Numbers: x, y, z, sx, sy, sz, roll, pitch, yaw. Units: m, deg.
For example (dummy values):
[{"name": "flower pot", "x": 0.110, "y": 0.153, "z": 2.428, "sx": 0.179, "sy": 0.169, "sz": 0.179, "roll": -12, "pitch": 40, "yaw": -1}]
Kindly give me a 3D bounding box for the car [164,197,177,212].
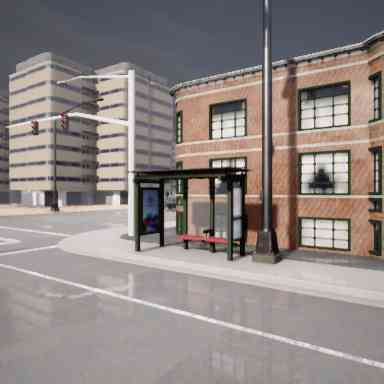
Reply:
[{"name": "car", "x": -2.710, "y": 1.421, "z": 38.466, "sx": 1.837, "sy": 1.490, "sz": 4.892, "roll": 0, "pitch": 1, "yaw": 35}]
